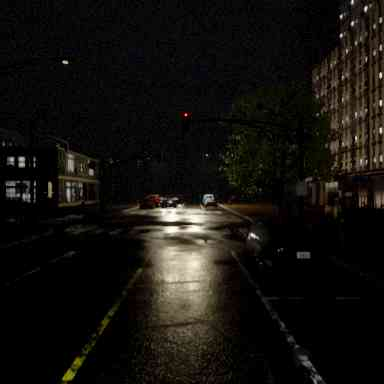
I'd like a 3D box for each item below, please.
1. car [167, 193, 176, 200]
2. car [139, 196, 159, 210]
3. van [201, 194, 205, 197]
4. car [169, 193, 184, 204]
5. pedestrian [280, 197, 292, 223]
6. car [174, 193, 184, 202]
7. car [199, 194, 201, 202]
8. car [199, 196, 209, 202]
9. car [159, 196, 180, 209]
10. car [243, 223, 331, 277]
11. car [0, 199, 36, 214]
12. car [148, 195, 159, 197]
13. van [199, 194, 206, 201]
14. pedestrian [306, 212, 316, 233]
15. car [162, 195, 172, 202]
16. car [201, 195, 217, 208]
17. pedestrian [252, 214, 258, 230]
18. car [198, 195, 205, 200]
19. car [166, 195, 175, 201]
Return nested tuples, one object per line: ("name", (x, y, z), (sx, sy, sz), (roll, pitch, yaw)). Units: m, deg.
("car", (-5.660, 1.307, 92.561), (2.192, 1.841, 5.009), (0, 0, 0))
("car", (-5.675, 1.577, 42.601), (1.802, 1.307, 4.206), (0, 0, 0))
("van", (2.710, 1.335, 53.704), (1.690, 1.788, 3.998), (0, 0, 0))
("car", (-3.035, 1.219, 62.602), (2.150, 2.045, 5.566), (0, 0, 1))
("pedestrian", (5.080, 1.139, 17.798), (0.375, 1.860, 0.375), (0, 0, 0))
("car", (-2.978, 1.202, 77.960), (2.150, 2.045, 5.566), (0, 0, 0))
("car", (2.712, 1.544, 64.806), (2.008, 1.369, 4.403), (0, 0, 0))
("car", (2.715, 1.559, 75.908), (1.947, 1.339, 4.313), (0, 0, 0))
("car", (-3.080, 1.558, 44.785), (1.994, 1.385, 4.181), (0, 0, 0))
("car", (2.697, 1.565, 10.123), (1.947, 1.339, 4.313), (0, 0, 0))
("car", (-17.260, 1.366, 31.608), (4.507, 1.381, 1.887), (1, -1, -1))
("car", (-5.672, 1.309, 48.152), (2.192, 1.841, 5.009), (0, 0, 0))
("van", (2.720, 1.333, 87.010), (1.690, 1.788, 3.998), (0, 0, 0))
("pedestrian", (6.162, 1.519, 17.092), (0.500, 1.100, 0.500), (0, 0, 0))
("car", (-5.665, 1.518, 75.738), (1.752, 1.417, 4.829), (0, 0, 0))
("car", (2.707, 1.520, 48.322), (1.752, 1.417, 4.829), (0, 0, 0))
("pedestrian", (3.492, 1.672, 18.291), (0.500, 1.100, 0.500), (0, 0, 0))
("car", (2.721, 1.518, 92.731), (1.752, 1.417, 4.829), (0, 0, 0))
("car", (-5.662, 1.543, 87.010), (2.008, 1.369, 4.403), (0, 0, 0))
